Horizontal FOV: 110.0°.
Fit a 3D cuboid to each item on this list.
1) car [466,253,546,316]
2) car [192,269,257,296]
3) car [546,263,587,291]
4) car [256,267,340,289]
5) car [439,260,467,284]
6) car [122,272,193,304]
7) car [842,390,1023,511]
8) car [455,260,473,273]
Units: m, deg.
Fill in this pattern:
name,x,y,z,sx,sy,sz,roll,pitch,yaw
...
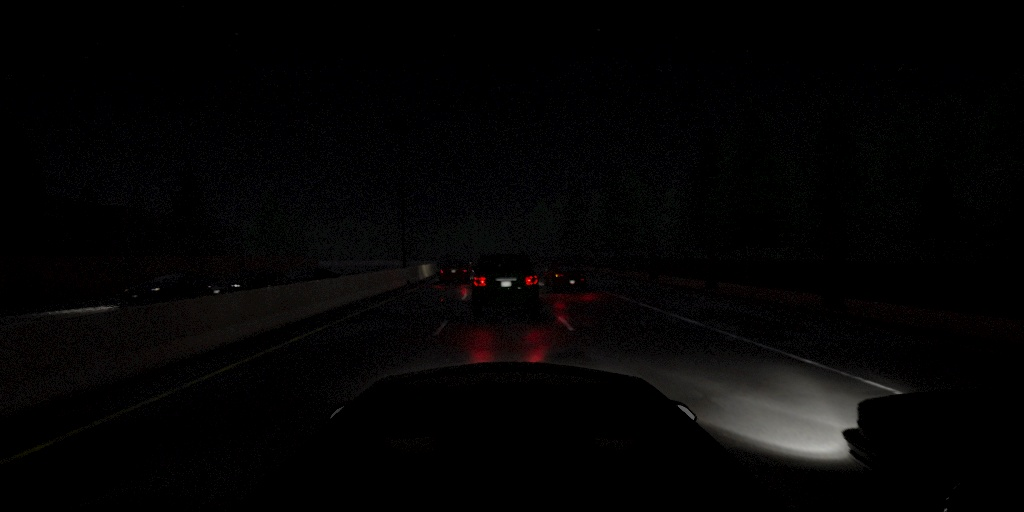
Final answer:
name,x,y,z,sx,sy,sz,roll,pitch,yaw
car,-0.283,0.918,13.352,2.150,2.045,5.566,-1,0,-2
car,-14.780,1.515,20.309,2.128,1.511,4.902,-1,0,-2
car,2.938,1.107,20.351,1.812,1.442,4.674,-1,0,-2
car,-11.251,1.416,19.682,1.882,1.535,5.008,-1,0,-2
car,-4.319,1.082,27.348,2.097,1.767,4.553,-1,1,-5
car,-18.248,1.640,19.571,1.812,1.442,4.674,-1,0,-2
car,3.758,1.210,0.476,2.033,1.411,5.357,-1,0,-2
car,-5.786,1.248,42.792,1.994,1.385,4.181,-1,0,-8
